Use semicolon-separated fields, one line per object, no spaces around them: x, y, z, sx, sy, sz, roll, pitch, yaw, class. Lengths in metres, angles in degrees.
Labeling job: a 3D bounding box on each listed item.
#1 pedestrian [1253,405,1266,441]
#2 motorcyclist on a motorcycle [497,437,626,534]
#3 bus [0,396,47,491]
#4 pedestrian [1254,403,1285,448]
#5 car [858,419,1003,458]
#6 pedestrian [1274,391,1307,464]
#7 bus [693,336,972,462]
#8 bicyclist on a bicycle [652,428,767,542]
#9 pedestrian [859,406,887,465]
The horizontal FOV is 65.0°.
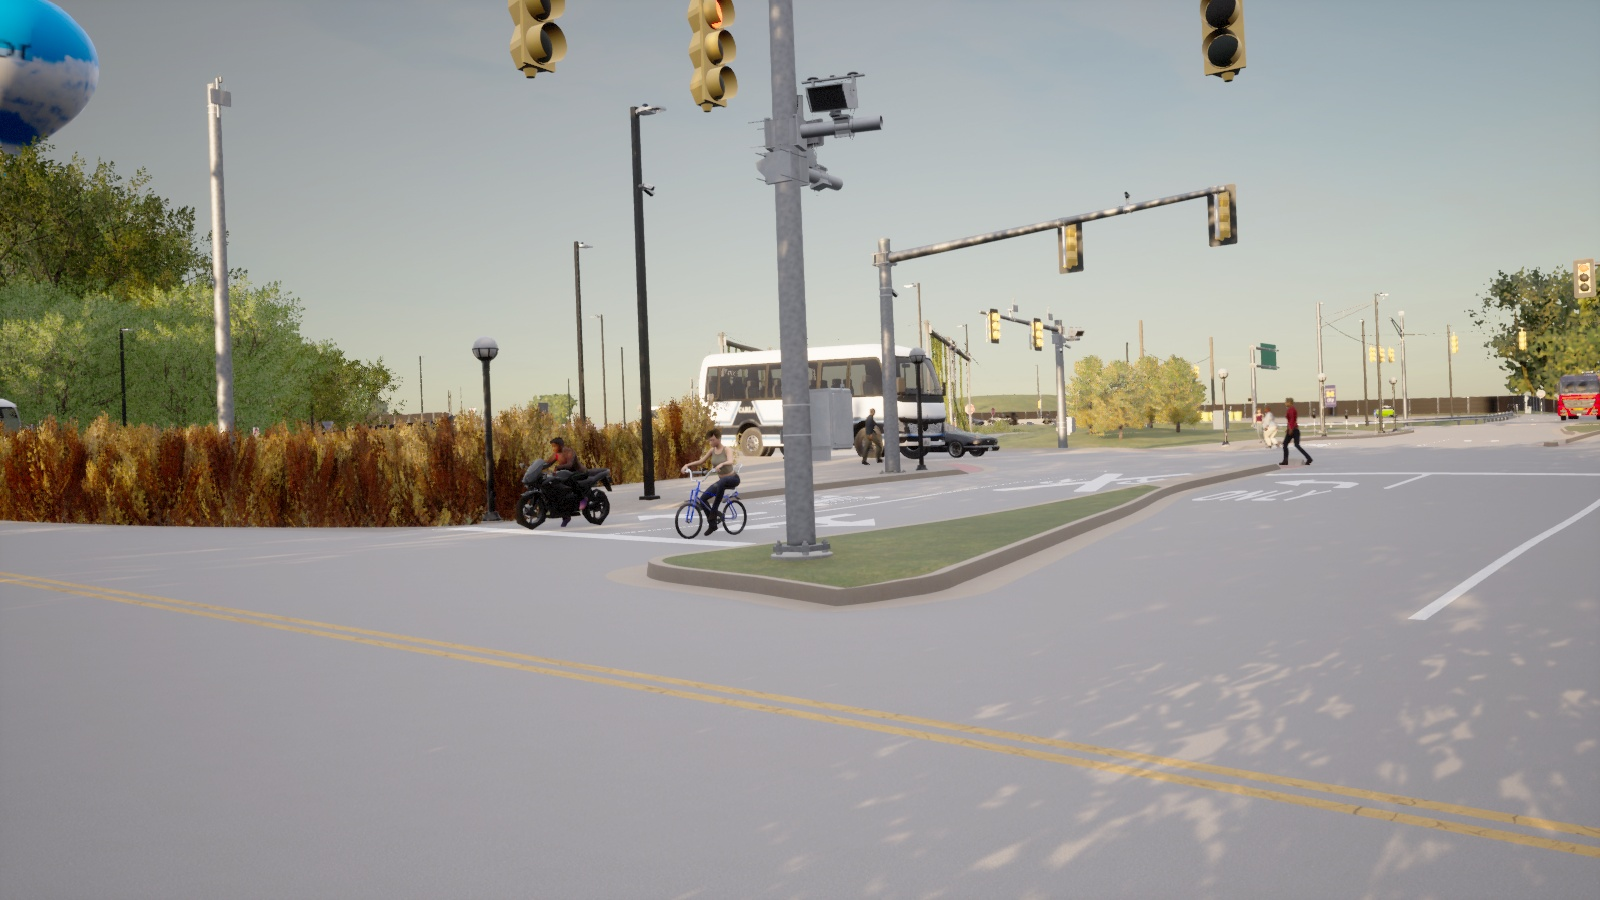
23.398;-1.372;63.938;0.345;1.836;0.594;-3;0;38;pedestrian
-3.961;0.558;20.982;0.797;1.523;2.044;-1;0;39;motorcyclist on a motorcycle
-37.795;-0.213;55.496;3.944;4.253;10.273;-3;1;-8;bus
19.724;-1.034;52.723;0.900;1.855;0.874;-3;0;40;pedestrian
5.061;-0.438;49.106;5.357;1.411;2.033;0;1;37;car
12.695;-0.572;32.499;0.636;1.846;0.331;-3;0;44;pedestrian
1.019;-1.757;47.452;10.273;4.253;3.944;0;1;40;bus
-1.330;0.497;18.664;0.866;1.612;1.509;-1;0;41;bicyclist on a bicycle
2.316;-0.462;39.872;0.726;1.842;0.402;-2;0;-10;pedestrian
